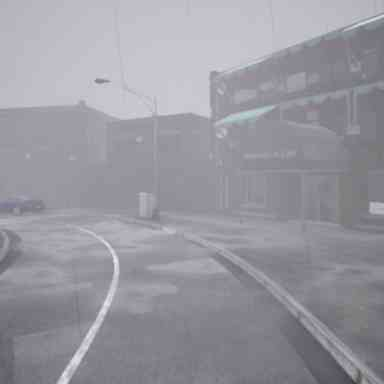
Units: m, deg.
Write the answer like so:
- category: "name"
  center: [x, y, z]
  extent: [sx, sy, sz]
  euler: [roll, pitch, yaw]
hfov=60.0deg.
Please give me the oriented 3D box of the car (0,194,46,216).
- category: "car"
  center: [-13.377, 0.944, 25.179]
  extent: [5.008, 1.535, 1.882]
  euler: [0, 2, 26]
